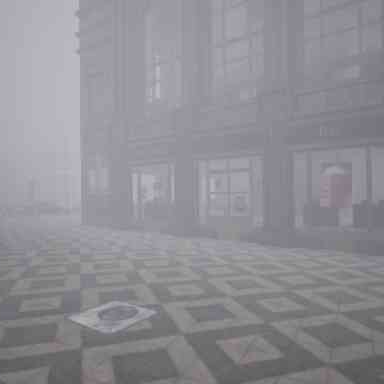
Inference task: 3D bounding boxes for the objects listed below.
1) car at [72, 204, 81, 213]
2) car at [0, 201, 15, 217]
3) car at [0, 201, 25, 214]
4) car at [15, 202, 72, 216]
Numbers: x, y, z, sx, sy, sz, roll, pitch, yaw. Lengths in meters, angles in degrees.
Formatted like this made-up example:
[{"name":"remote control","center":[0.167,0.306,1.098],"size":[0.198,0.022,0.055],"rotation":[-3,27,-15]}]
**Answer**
[{"name":"car","center":[-10.811,1.564,36.571],"size":[1.752,1.417,4.829],"rotation":[-1,-1,35]},{"name":"car","center":[-17.464,1.544,27.181],"size":[2.008,1.369,4.403],"rotation":[-1,-1,35]},{"name":"car","center":[-21.123,1.694,36.759],"size":[2.008,1.369,4.403],"rotation":[-1,-1,35]},{"name":"car","center":[-14.185,1.579,31.807],"size":[1.947,1.339,4.313],"rotation":[-1,-1,35]}]
